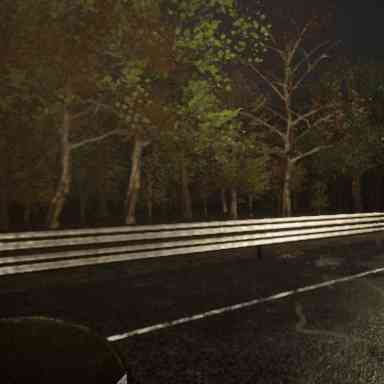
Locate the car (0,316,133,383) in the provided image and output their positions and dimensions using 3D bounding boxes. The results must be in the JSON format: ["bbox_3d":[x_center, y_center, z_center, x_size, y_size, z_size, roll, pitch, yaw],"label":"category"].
[{"bbox_3d":[-2.695,1.478,1.818,4.902,1.511,2.128,1,0,-35],"label":"car"}]
